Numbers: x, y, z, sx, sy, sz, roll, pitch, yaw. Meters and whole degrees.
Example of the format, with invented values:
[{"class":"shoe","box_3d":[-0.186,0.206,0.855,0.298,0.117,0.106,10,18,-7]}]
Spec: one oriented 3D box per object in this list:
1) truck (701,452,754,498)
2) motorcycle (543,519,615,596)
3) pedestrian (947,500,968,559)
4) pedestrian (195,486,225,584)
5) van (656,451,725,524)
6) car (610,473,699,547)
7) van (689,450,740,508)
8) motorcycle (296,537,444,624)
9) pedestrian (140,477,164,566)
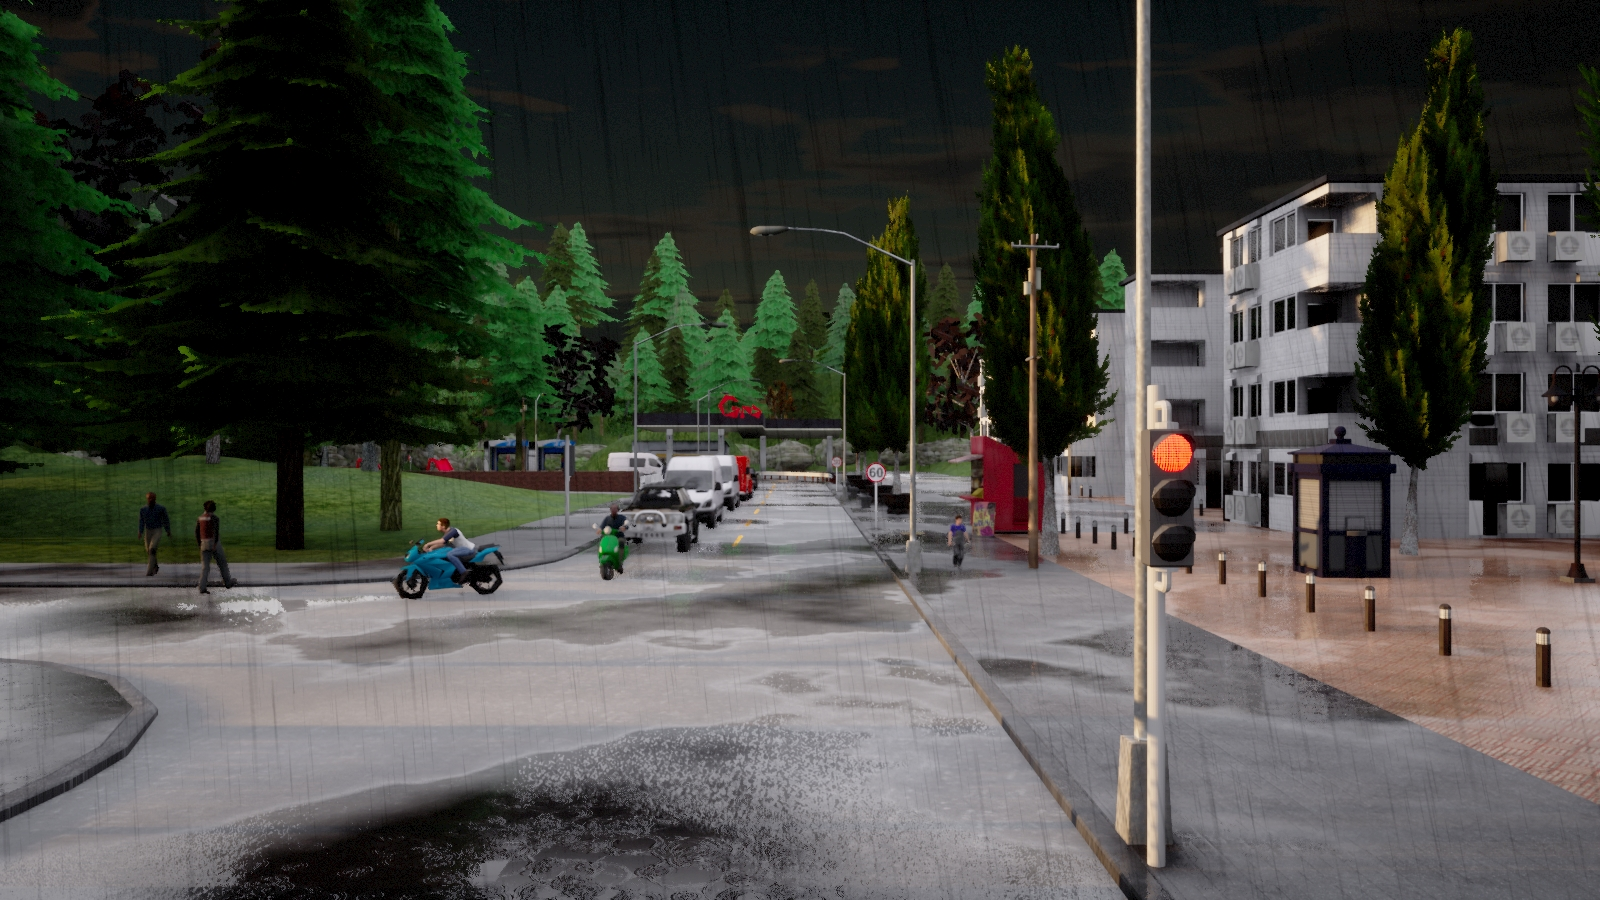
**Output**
[{"class":"truck","box_3d":[-3.990,1.337,63.697,2.627,2.467,5.204,0,0,0]},{"class":"motorcycle","box_3d":[-4.047,1.958,21.064,0.856,1.236,1.805,-1,0,4]},{"class":"pedestrian","box_3d":[3.562,1.800,25.850,0.375,1.300,0.375,0,0,-13]},{"class":"pedestrian","box_3d":[-11.380,1.625,22.043,0.375,1.860,0.375,0,0,8]},{"class":"van","box_3d":[-4.013,1.307,42.723,1.988,2.561,5.915,0,0,0]},{"class":"car","box_3d":[-4.060,1.638,32.552,1.932,1.855,4.605,0,0,0]},{"class":"van","box_3d":[-4.004,1.305,54.266,1.988,2.561,5.915,0,0,0]},{"class":"motorcycle","box_3d":[-6.650,1.989,17.692,2.033,1.145,0.803,0,-1,-29]},{"class":"pedestrian","box_3d":[-13.832,1.520,24.396,0.375,1.860,0.375,0,0,-14]}]
